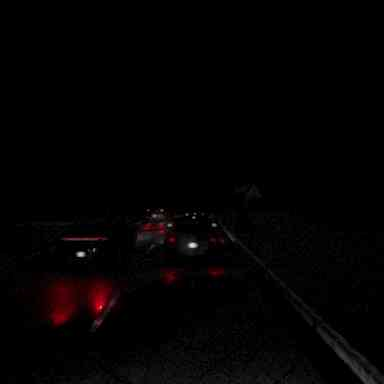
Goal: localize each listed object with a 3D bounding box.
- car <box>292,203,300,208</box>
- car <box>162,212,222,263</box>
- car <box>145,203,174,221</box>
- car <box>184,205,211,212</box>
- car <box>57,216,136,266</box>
[{"bbox_3d":[26.647,3.252,81.516,2.097,1.767,4.553,2,-5,-24],"label":"car"},{"bbox_3d":[0.005,1.678,12.566,1.994,1.385,4.181,0,0,0],"label":"car"},{"bbox_3d":[-2.709,1.694,28.853,2.128,1.511,4.902,-1,0,6],"label":"car"},{"bbox_3d":[0.470,1.766,28.276,1.895,1.301,4.718,-1,0,6],"label":"car"},{"bbox_3d":[-3.238,1.606,12.068,2.128,1.511,4.902,0,0,0],"label":"car"}]
